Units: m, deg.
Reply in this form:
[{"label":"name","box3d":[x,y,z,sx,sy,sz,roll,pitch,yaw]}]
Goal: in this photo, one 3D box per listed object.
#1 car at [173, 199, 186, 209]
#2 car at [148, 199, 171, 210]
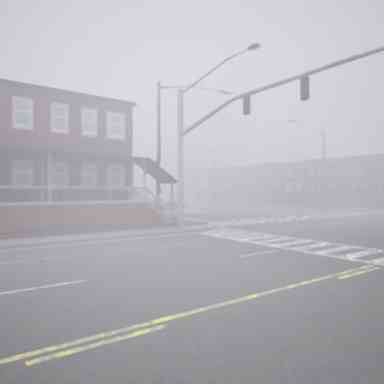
[{"label":"car","box3d":[-2.743,1.571,43.688,1.895,1.301,4.718,0,0,-35]},{"label":"car","box3d":[-4.750,1.537,40.478,1.994,1.385,4.181,0,0,-36]}]
